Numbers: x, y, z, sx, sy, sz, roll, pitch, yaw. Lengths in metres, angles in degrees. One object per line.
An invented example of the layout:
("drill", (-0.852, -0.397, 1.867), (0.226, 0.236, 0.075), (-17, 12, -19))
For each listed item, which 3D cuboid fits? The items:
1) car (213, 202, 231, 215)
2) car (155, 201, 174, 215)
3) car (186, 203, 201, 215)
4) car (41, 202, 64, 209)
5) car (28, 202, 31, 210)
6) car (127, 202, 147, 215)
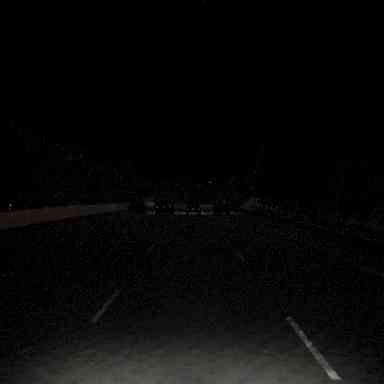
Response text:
("car", (3.665, 2.017, 41.462), (1.882, 1.535, 5.008), (0, -1, 0))
("car", (-3.339, 1.894, 41.553), (2.097, 1.767, 4.553), (0, -1, 0))
("car", (0.164, 2.083, 41.307), (2.033, 1.411, 5.357), (0, -1, 0))
("car", (-20.989, 2.295, 51.684), (1.837, 1.490, 4.892), (0, -1, 0))
("car", (-24.487, 2.281, 51.607), (2.128, 1.511, 4.902), (0, -1, 1))
("car", (-6.835, 2.028, 41.918), (1.882, 1.535, 5.008), (0, -2, 0))
